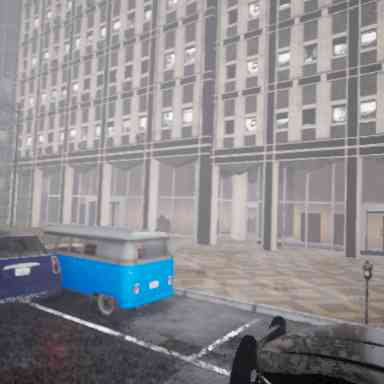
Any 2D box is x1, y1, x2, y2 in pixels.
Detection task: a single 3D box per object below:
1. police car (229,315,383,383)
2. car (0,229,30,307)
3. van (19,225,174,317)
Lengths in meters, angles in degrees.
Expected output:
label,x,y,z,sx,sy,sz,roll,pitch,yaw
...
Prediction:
label,x,y,z,sx,sy,sz,roll,pitch,yaw
police car,2.780,1.670,2.393,5.238,1.638,1.930,-1,-4,36
car,-5.236,1.686,8.136,4.553,1.767,2.097,-1,-4,36
van,-2.316,1.771,8.234,3.998,1.788,1.690,-1,-4,36
